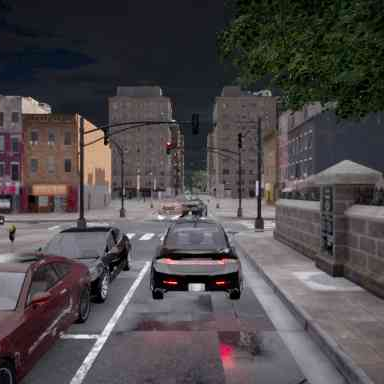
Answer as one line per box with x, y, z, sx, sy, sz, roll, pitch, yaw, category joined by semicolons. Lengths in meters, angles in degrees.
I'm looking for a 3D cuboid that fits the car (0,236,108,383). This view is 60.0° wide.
-2.632;1.582;4.538;1.802;1.307;4.206;0;0;0;car

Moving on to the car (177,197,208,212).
0.234;1.497;29.869;1.837;1.490;4.892;2;0;9;car

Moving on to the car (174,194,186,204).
-2.212;1.340;63.825;2.097;1.767;4.553;0;0;0;car

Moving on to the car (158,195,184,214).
-2.287;1.346;34.776;2.097;1.767;4.553;0;0;1;car

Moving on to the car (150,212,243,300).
0.093;1.492;8.379;2.128;1.511;4.902;0;0;0;car

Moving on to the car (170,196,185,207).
-2.247;1.482;53.570;2.128;1.511;4.902;0;0;0;car

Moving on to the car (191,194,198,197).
0.341;1.514;60.411;1.812;1.442;4.674;0;0;0;car

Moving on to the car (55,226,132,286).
-2.629;1.566;8.200;1.947;1.339;4.313;0;0;0;car

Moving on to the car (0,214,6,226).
-14.528;1.620;21.104;5.008;1.535;1.882;-1;0;0;car
